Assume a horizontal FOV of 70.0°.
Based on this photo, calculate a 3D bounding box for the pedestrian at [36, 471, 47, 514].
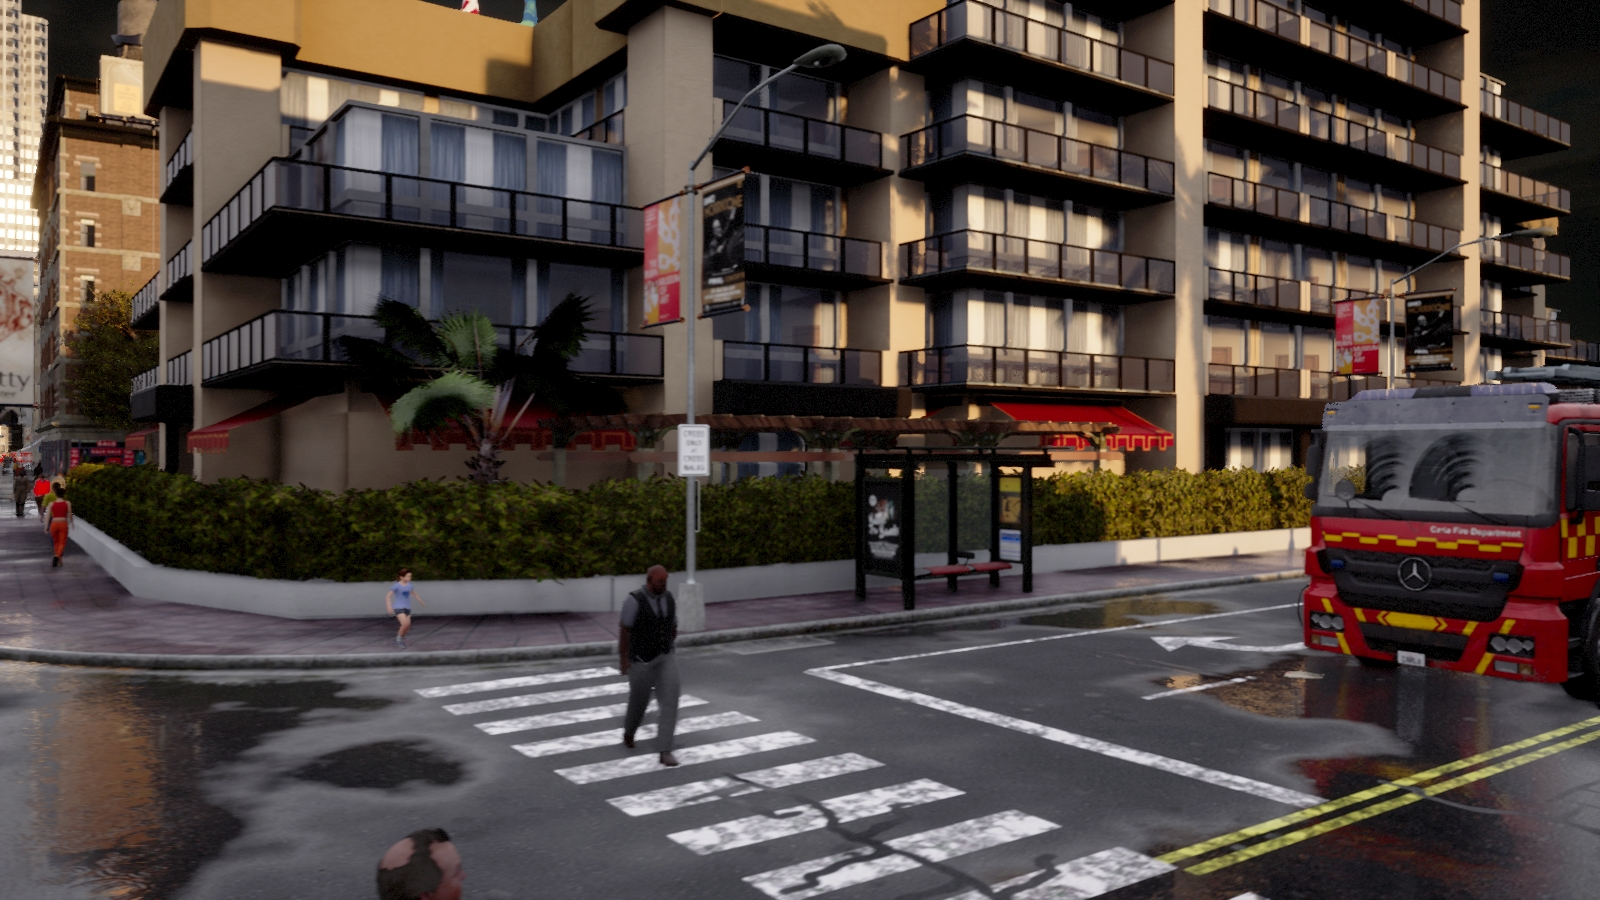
[{"bbox_3d":[-33.198,1.851,50.003,0.375,1.860,0.375,0,0,-35],"label":"pedestrian"}]

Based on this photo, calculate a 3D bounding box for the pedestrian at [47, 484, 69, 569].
[{"bbox_3d":[-16.561,1.700,25.502,0.375,1.860,0.375,0,0,-25],"label":"pedestrian"}]

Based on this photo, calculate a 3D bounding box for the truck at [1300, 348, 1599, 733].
[{"bbox_3d":[10.309,0.903,14.979,8.468,3.827,2.891,0,0,-35],"label":"truck"}]

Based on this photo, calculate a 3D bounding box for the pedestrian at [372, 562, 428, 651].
[{"bbox_3d":[-5.347,2.081,15.287,0.500,1.100,0.500,0,0,27],"label":"pedestrian"}]

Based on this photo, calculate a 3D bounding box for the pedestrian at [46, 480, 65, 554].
[{"bbox_3d":[-19.007,1.698,29.171,0.375,1.860,0.375,0,0,-35],"label":"pedestrian"}]

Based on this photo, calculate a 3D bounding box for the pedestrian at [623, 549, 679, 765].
[{"bbox_3d":[-1.352,1.853,10.372,0.375,1.860,0.375,0,0,-35],"label":"pedestrian"}]

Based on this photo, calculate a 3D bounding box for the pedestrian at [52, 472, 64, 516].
[{"bbox_3d":[-31.511,1.851,48.513,0.375,1.860,0.375,0,0,-24],"label":"pedestrian"}]

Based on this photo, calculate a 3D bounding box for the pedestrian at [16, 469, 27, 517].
[{"bbox_3d":[-30.673,1.699,45.008,0.375,1.860,0.375,0,0,-34],"label":"pedestrian"}]

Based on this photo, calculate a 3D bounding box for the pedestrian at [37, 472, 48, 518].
[{"bbox_3d":[-31.366,1.851,47.305,0.375,1.860,0.375,0,0,-30],"label":"pedestrian"}]
